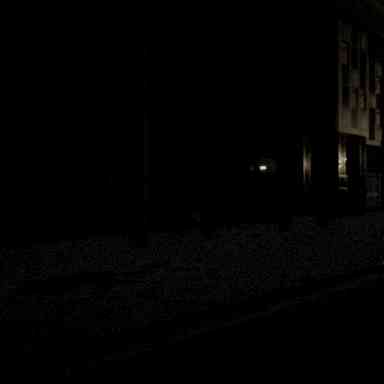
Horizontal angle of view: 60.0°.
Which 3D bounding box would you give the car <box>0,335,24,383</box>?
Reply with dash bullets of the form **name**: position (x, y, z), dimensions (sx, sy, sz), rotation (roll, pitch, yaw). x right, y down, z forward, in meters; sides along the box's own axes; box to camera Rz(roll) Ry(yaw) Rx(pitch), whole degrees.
- **car**: position (-3.160, 1.509, 1.000), dimensions (4.892, 1.490, 1.837), rotation (0, 0, -36)
